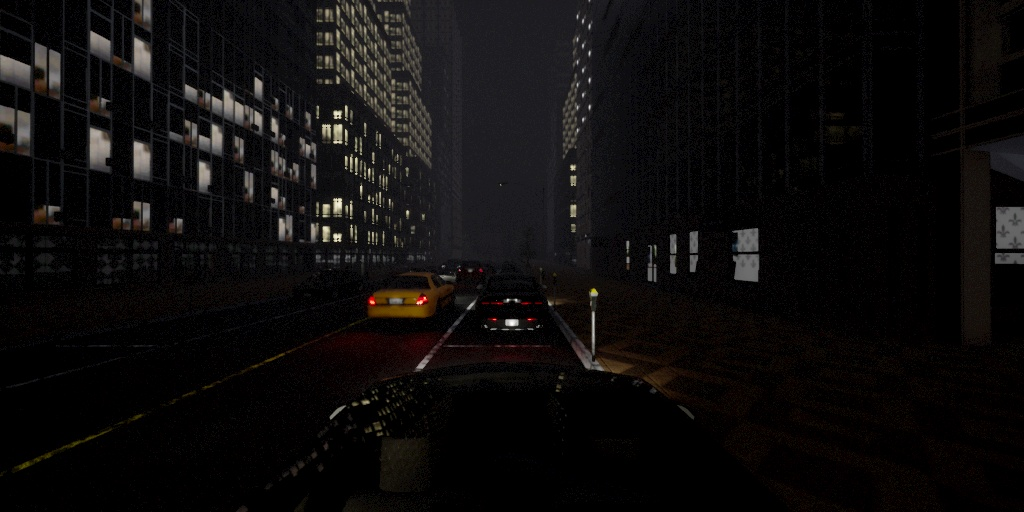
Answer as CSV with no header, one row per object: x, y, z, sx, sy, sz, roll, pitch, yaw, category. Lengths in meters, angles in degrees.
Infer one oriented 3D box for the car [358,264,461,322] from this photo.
-3.145,1.205,12.266,1.801,1.575,5.366,0,0,0,car

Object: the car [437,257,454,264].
-6.231,1.089,38.545,2.097,1.767,4.553,0,0,0,car

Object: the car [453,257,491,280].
-3.062,1.096,28.429,2.097,1.767,4.553,0,0,0,car

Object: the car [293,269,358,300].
-8.836,1.313,17.650,1.948,1.339,4.313,0,0,0,car

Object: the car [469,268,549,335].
0.000,1.253,10.499,1.837,1.490,4.892,0,0,0,car

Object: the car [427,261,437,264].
-8.836,1.286,40.419,2.007,1.370,4.403,0,0,0,car

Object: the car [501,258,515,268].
-0.455,1.298,46.099,1.948,1.339,4.313,0,0,0,car

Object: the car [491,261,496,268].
-3.056,1.259,44.961,1.812,1.442,4.674,0,0,0,car
